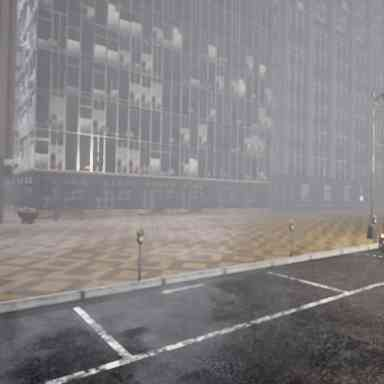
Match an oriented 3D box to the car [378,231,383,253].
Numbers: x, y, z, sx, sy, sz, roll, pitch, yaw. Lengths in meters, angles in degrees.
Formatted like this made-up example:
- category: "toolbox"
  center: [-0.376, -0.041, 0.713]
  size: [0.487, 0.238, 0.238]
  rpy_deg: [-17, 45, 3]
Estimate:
- category: "car"
  center: [9.054, 1.631, 12.982]
  size: [4.097, 1.590, 1.967]
  rpy_deg: [1, 0, -35]
